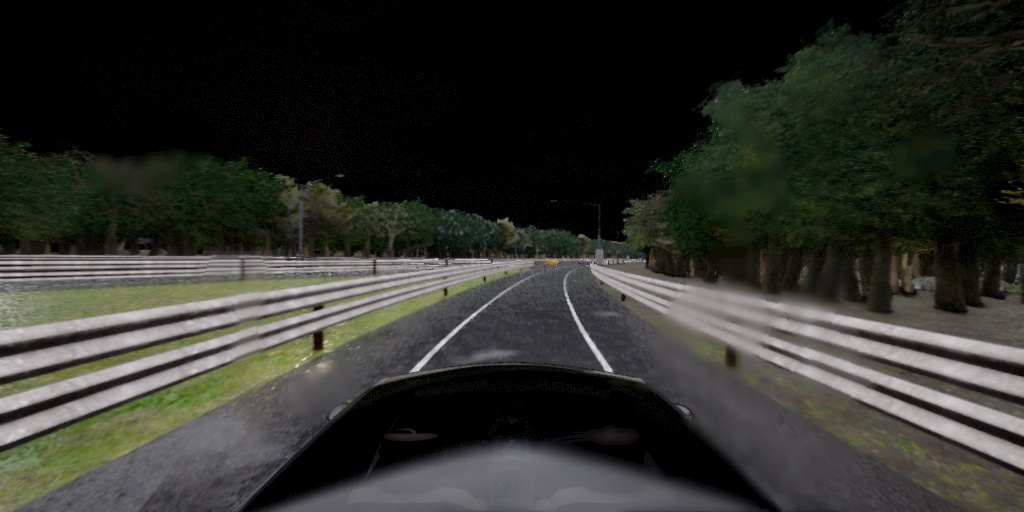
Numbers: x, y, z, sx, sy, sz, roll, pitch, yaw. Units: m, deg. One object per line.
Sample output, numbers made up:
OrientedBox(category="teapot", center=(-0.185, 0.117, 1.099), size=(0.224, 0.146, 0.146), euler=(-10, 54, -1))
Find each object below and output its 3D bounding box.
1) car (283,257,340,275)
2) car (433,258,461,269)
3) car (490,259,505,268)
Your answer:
OrientedBox(category="car", center=(-17.775, 0.870, 32.131), size=(1.837, 1.490, 4.892), euler=(1, 0, 27))
OrientedBox(category="car", center=(-8.912, 1.057, 49.593), size=(2.128, 1.511, 4.902), euler=(1, 0, 27))
OrientedBox(category="car", center=(-2.588, 1.188, 62.052), size=(1.882, 1.535, 5.008), euler=(1, 0, 27))
